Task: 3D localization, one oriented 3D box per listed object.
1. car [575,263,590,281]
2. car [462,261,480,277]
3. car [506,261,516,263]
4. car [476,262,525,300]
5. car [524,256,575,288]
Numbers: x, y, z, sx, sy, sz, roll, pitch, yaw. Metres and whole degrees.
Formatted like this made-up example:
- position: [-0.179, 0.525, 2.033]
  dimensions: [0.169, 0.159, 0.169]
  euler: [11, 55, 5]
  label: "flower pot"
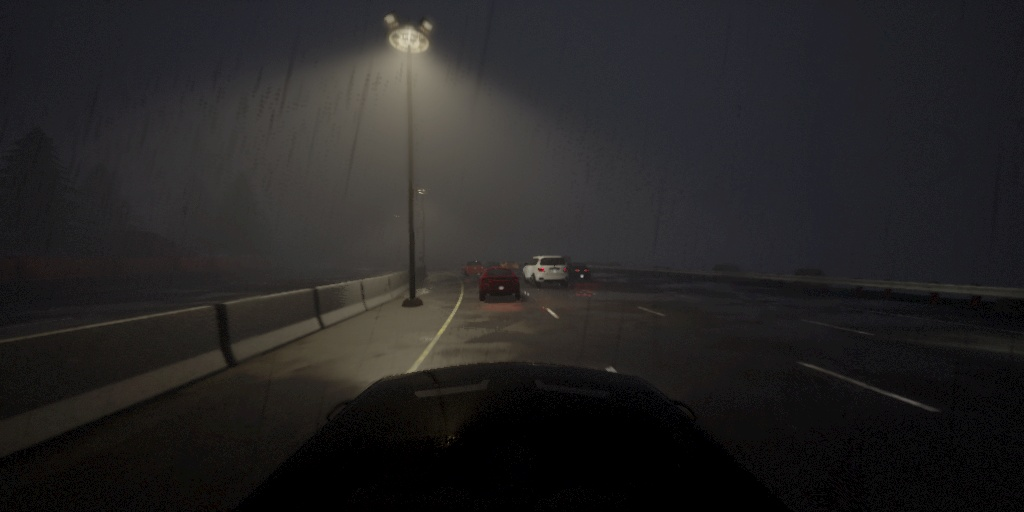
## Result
- position: [4.879, 1.273, 29.516]
  dimensions: [1.837, 1.490, 4.892]
  euler: [0, 0, -10]
  label: "car"
- position: [-4.362, 1.294, 39.646]
  dimensions: [2.097, 1.767, 4.553]
  euler: [-1, 0, -14]
  label: "car"
- position: [-0.570, 1.406, 52.721]
  dimensions: [1.882, 1.535, 5.008]
  euler: [0, 0, -18]
  label: "car"
- position: [-0.758, 1.295, 18.576]
  dimensions: [1.882, 1.535, 5.008]
  euler: [0, 0, -6]
  label: "car"
- position: [2.200, 1.015, 24.636]
  dimensions: [2.150, 2.045, 5.566]
  euler: [0, 0, -9]
  label: "car"
